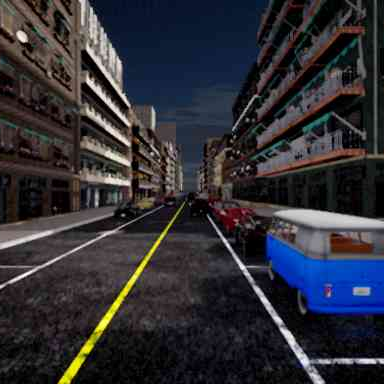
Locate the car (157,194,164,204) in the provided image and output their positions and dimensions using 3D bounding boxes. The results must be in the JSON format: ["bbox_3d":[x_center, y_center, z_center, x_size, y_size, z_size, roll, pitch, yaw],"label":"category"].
[{"bbox_3d":[-5.695,1.355,57.854,1.967,1.590,4.097,0,0,0],"label":"car"}]

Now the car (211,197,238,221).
[{"bbox_3d":[2.689,1.409,24.032,1.967,1.590,4.097,0,0,0],"label":"car"}]

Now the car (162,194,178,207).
[{"bbox_3d":[-3.087,1.454,50.114,1.812,1.442,4.674,0,0,0],"label":"car"}]

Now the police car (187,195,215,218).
[{"bbox_3d":[0.752,1.385,30.272,1.930,1.638,5.238,0,0,0],"label":"police car"}]

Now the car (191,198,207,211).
[{"bbox_3d":[0.817,1.455,40.168,1.837,1.490,4.892,0,0,0],"label":"car"}]

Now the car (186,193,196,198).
[{"bbox_3d":[-0.007,1.405,65.713,1.837,1.490,4.892,0,0,0],"label":"car"}]

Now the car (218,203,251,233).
[{"bbox_3d":[2.690,1.522,18.396,1.887,1.381,4.507,0,0,0],"label":"car"}]

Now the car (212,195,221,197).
[{"bbox_3d":[2.689,1.258,40.941,2.192,1.841,5.009,0,0,0],"label":"car"}]

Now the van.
[{"bbox_3d":[2.691,1.332,7.123,1.690,1.788,3.998,0,0,0],"label":"van"}]

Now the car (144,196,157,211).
[{"bbox_3d":[-5.693,1.469,40.774,1.752,1.417,4.829,0,0,0],"label":"car"}]

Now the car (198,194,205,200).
[{"bbox_3d":[2.682,1.380,91.839,1.752,1.417,4.829,0,0,0],"label":"car"}]

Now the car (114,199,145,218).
[{"bbox_3d":[-5.693,1.527,29.670,1.947,1.339,4.313,0,0,0],"label":"car"}]

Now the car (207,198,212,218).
[{"bbox_3d":[2.689,1.512,29.668,2.008,1.369,4.403,0,0,0],"label":"car"}]

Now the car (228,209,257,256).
[{"bbox_3d":[2.690,1.550,12.759,1.947,1.339,4.313,0,0,0],"label":"car"}]
